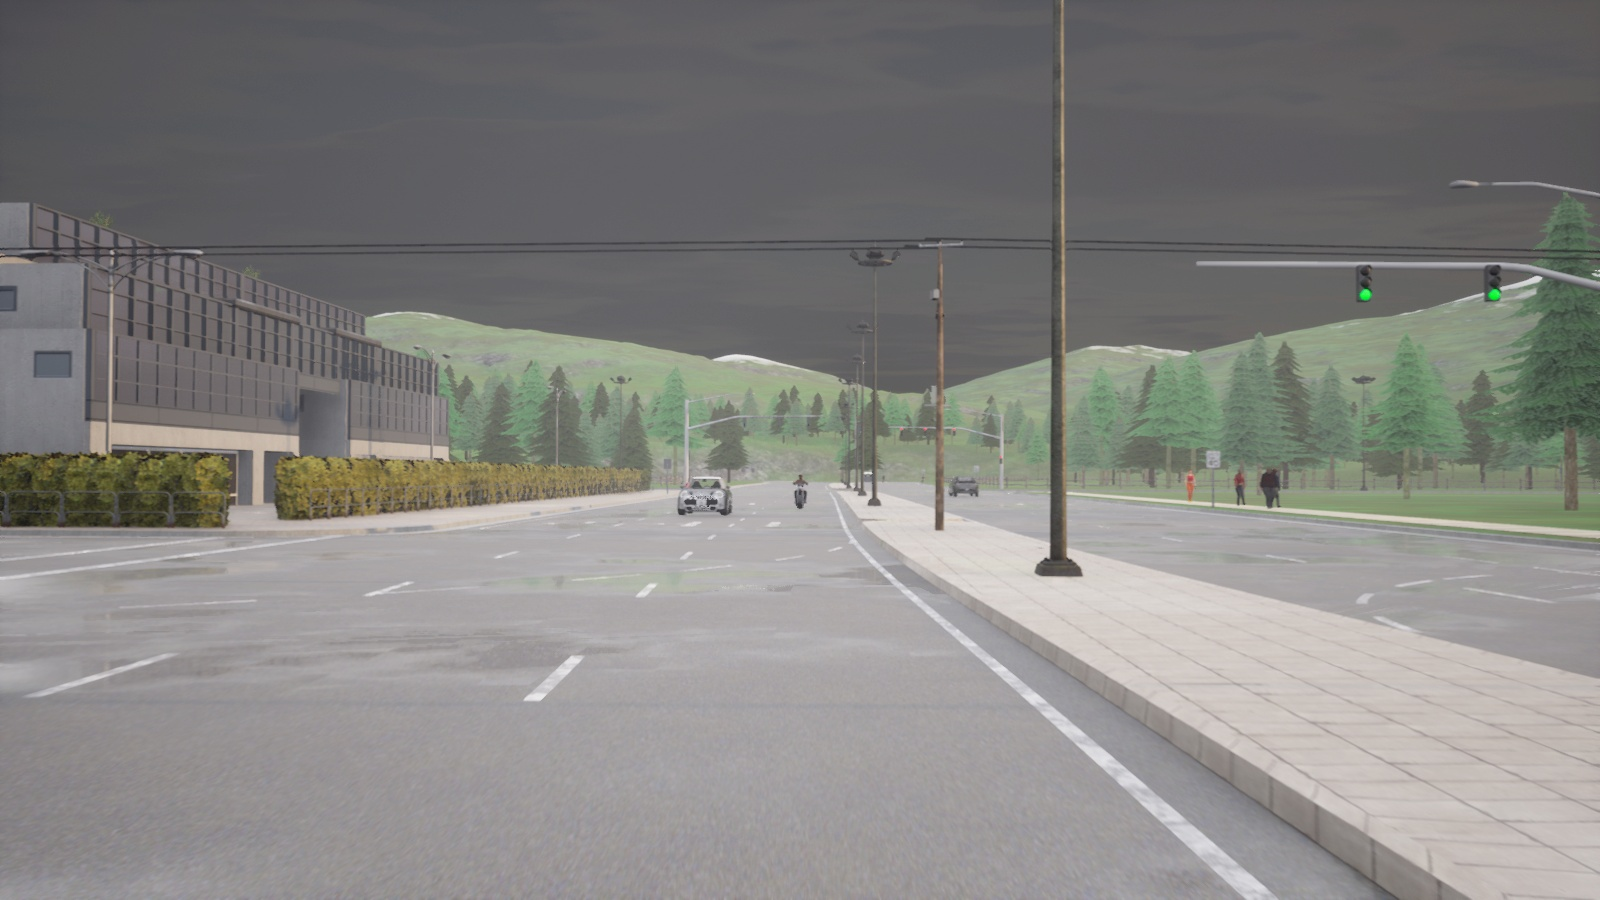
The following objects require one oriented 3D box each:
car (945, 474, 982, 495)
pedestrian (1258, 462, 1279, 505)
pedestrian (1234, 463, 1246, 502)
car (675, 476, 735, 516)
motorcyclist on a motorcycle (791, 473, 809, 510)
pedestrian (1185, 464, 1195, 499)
[{"bbox_3d":[12.149,2.569,93.677,2.128,1.511,4.902,0,-1,1],"label":"car"},{"bbox_3d":[20.161,1.439,54.071,0.634,1.844,0.899,0,-1,7],"label":"pedestrian"},{"bbox_3d":[20.820,1.540,59.383,0.331,1.846,0.636,0,-1,3],"label":"pedestrian"},{"bbox_3d":[-3.671,1.763,48.916,1.970,1.475,3.806,0,-1,1],"label":"car"},{"bbox_3d":[0.014,1.914,58.140,0.766,1.649,2.350,0,-1,1],"label":"motorcyclist on a motorcycle"},{"bbox_3d":[20.649,1.682,66.550,0.345,1.836,0.594,0,-1,2],"label":"pedestrian"}]
